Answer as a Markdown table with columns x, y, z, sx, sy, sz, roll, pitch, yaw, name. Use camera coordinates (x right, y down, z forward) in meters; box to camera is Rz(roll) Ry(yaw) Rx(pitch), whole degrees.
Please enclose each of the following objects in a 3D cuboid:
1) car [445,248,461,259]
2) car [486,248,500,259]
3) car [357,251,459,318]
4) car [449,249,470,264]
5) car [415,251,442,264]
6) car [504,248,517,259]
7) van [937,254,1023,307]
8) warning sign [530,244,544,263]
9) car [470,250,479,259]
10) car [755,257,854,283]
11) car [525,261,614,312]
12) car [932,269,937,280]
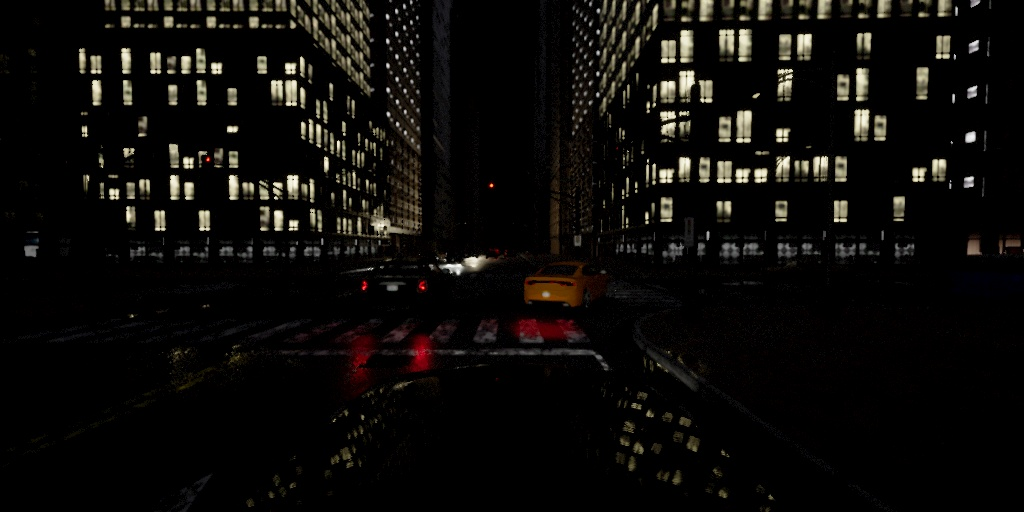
| x | y | z | sx | sy | sz | roll | pitch | yaw | name |
| --- | --- | --- | --- | --- | --- | --- | --- | --- | --- |
| -10.116 | -0.432 | 61.842 | 2.097 | 1.767 | 4.553 | 0 | 1 | 0 | car |
| -3.590 | -0.293 | 63.393 | 1.812 | 1.442 | 4.674 | 0 | 1 | 0 | car |
| -3.225 | 0.829 | 11.785 | 2.097 | 1.767 | 4.553 | 0 | 1 | 0 | car |
| -6.818 | 0.145 | 43.784 | 2.128 | 1.511 | 4.902 | 0 | 2 | 0 | car |
| -10.067 | 0.148 | 43.666 | 2.128 | 1.511 | 4.902 | 0 | 2 | 0 | car |
| -0.342 | -0.265 | 63.829 | 1.994 | 1.385 | 4.181 | 0 | 1 | 0 | car |
| 18.298 | 0.820 | 12.793 | 3.998 | 1.789 | 1.690 | 0 | 0 | 2 | van |
| 2.635 | -0.155 | 40.850 | 1.300 | 1.860 | 1.060 | 0 | 0 | 0 | warning sign |
| -6.866 | -0.286 | 62.181 | 1.837 | 1.490 | 4.892 | 0 | 1 | 0 | car |
| 16.982 | 0.772 | 20.955 | 4.829 | 1.417 | 1.751 | 0 | 0 | 2 | car |
| 2.184 | 0.930 | 12.874 | 1.882 | 1.535 | 5.008 | 0 | 1 | 28 | car |
| 26.819 | 0.849 | 20.525 | 4.207 | 1.307 | 1.802 | 0 | 0 | 2 | car |
